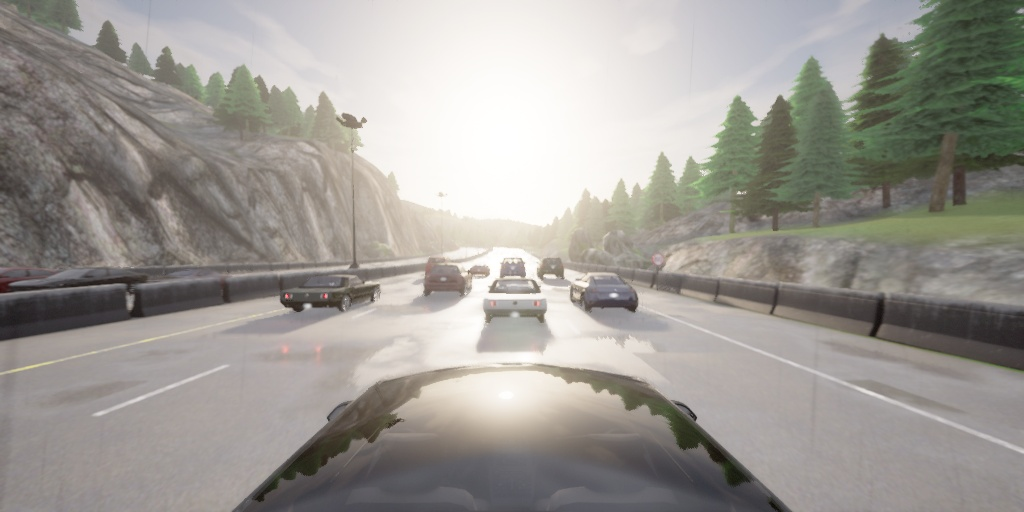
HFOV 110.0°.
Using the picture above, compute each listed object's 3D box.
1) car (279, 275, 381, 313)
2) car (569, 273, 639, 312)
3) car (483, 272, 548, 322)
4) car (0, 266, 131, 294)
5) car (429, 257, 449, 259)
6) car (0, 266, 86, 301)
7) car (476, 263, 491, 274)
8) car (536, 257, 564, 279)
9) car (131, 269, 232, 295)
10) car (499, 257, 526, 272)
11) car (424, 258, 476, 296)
[{"bbox_3d":[-6.917,1.404,14.355,1.895,1.301,4.718,0,0,0],"label":"car"},{"bbox_3d":[3.584,1.364,14.626,1.994,1.385,4.181,0,0,0],"label":"car"},{"bbox_3d":[0.087,1.393,12.418,1.895,1.301,4.718,0,0,0],"label":"car"},{"bbox_3d":[-21.097,1.301,17.803,1.882,1.535,5.008,0,0,0],"label":"car"},{"bbox_3d":[-6.944,1.096,35.194,2.150,2.045,5.566,0,0,0],"label":"car"},{"bbox_3d":[-24.598,1.301,17.405,1.882,1.535,5.008,0,0,0],"label":"car"},{"bbox_3d":[-3.450,1.438,39.472,1.994,1.385,4.181,0,0,0],"label":"car"},{"bbox_3d":[3.558,1.089,33.732,2.150,2.045,5.566,0,0,0],"label":"car"},{"bbox_3d":[-17.589,1.394,19.718,1.994,1.385,4.181,0,0,0],"label":"car"},{"bbox_3d":[0.061,1.084,31.127,2.150,2.045,5.566,0,0,0],"label":"car"},{"bbox_3d":[-3.423,1.176,20.005,2.097,1.767,4.553,0,0,0],"label":"car"}]
